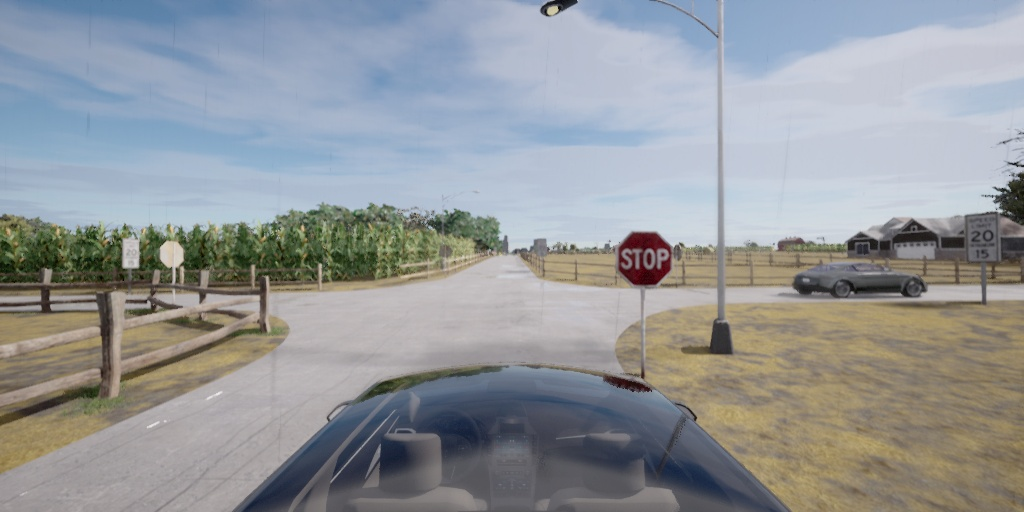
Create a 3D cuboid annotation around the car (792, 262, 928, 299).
[{"bbox_3d":[13.856,0.924,14.445,4.181,1.385,1.994,-1,-1,0],"label":"car"}]
